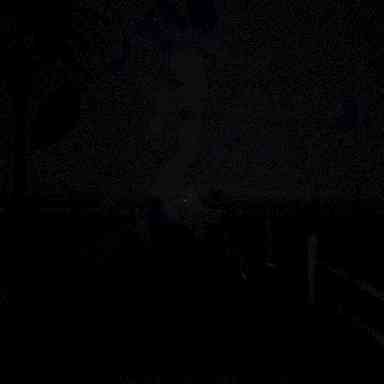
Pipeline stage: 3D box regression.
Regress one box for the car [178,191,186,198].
[{"bbox_3d":[-2.573,0.636,88.144,2.097,1.767,4.553,0,0,0],"label":"car"}]
